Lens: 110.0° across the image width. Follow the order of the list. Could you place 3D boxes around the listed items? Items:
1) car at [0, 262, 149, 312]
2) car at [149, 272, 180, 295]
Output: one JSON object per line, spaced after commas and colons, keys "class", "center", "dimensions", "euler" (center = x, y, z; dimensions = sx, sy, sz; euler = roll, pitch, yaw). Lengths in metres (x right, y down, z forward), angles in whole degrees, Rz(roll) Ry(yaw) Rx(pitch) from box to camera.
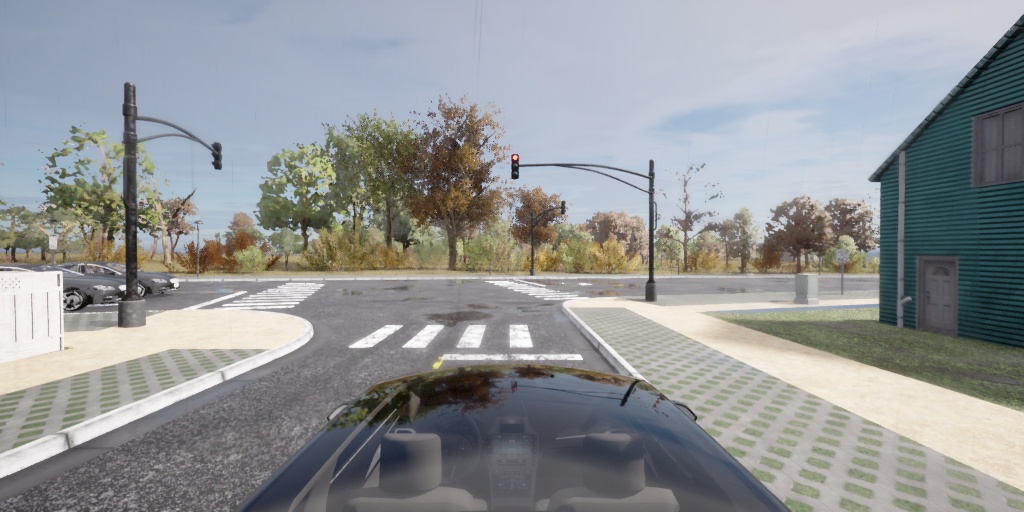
{"class": "car", "center": [-15.957, 1.019, 11.887], "dimensions": [4.902, 1.511, 2.128], "euler": [1, 0, -22]}
{"class": "car", "center": [-17.113, 0.990, 14.937], "dimensions": [4.902, 1.511, 2.128], "euler": [1, 0, -22]}
